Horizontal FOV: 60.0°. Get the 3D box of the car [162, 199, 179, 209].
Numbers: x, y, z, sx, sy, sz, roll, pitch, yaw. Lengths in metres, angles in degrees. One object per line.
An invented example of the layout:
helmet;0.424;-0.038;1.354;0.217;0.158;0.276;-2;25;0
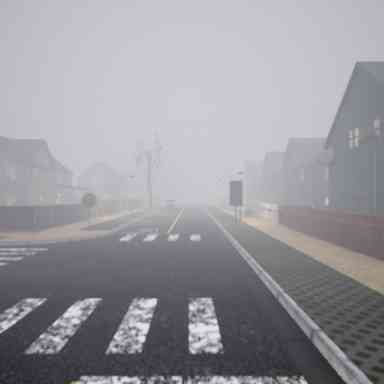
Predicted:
car;-2.768;1.702;43.783;1.837;1.490;4.892;0;0;0
